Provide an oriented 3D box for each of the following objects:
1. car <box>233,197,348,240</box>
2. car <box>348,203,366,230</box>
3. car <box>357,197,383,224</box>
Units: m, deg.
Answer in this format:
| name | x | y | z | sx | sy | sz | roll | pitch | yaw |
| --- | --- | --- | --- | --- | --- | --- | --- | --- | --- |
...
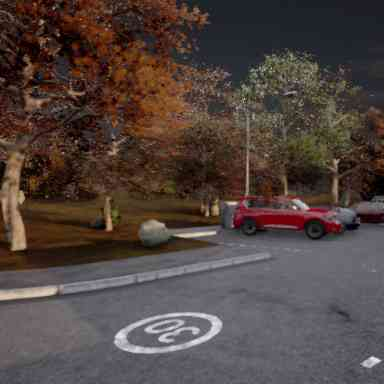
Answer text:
| name | x | y | z | sx | sy | sz | roll | pitch | yaw |
| --- | --- | --- | --- | --- | --- | --- | --- | --- | --- |
| car | 4.893 | 1.271 | 17.571 | 5.566 | 2.045 | 2.435 | -1 | -1 | 32 |
| car | 7.175 | 1.552 | 19.389 | 4.792 | 1.488 | 2.163 | -1 | -1 | 32 |
| car | 11.890 | 1.395 | 22.957 | 4.553 | 1.767 | 2.185 | -1 | -1 | 32 |
